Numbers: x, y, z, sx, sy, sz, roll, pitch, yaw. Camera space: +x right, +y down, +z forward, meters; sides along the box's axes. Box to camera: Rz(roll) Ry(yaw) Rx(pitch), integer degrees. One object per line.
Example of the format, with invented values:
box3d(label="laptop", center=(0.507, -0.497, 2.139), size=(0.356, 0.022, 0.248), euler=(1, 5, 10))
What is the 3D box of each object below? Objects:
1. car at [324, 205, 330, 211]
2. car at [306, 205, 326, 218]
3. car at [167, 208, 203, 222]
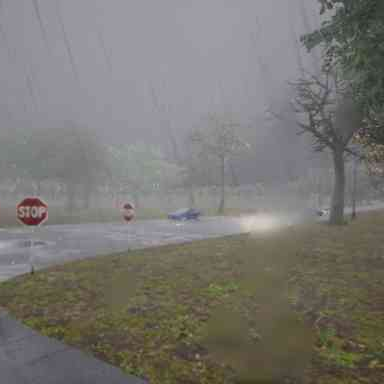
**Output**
box3d(label="car", center=(34.096, 4.143, 85.403), size=(2.128, 1.511, 4.902), euler=(1, -1, 36))
box3d(label="car", center=(19.989, 3.337, 54.381), size=(1.882, 1.535, 5.008), euler=(2, -1, 32))
box3d(label="car", center=(-0.725, 2.485, 37.041), size=(1.882, 1.535, 5.008), euler=(1, -1, 36))
